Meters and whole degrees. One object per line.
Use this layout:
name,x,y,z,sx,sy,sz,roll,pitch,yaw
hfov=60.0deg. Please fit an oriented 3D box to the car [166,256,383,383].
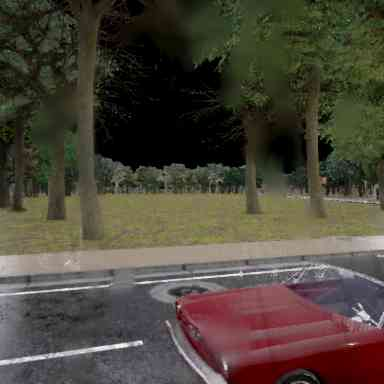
car,2.101,1.601,4.300,4.718,1.301,1.895,0,0,-18

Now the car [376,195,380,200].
car,45.414,1.256,79.951,1.994,1.385,4.181,0,0,5
